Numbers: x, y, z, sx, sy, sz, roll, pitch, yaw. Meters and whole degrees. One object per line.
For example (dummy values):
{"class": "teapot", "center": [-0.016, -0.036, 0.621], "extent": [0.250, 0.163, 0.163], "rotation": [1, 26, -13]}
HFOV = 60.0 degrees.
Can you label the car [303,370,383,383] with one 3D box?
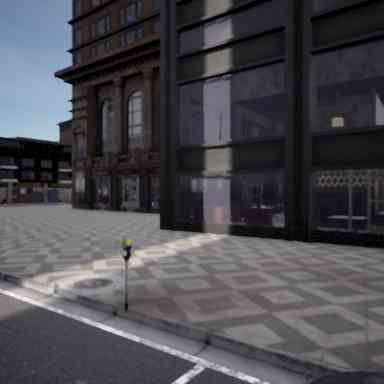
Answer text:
{"class": "car", "center": [2.376, 1.550, 1.151], "extent": [4.403, 1.369, 2.008], "rotation": [0, 0, 36]}
